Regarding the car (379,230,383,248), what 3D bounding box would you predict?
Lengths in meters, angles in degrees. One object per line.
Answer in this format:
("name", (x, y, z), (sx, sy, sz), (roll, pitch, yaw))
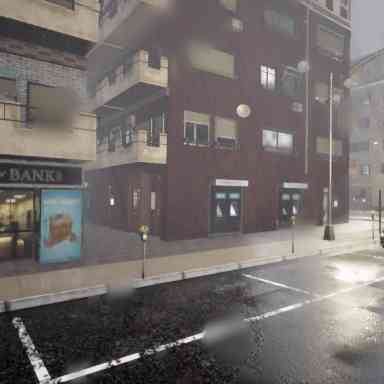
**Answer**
("car", (9.116, 1.554, 13.164), (4.403, 1.369, 2.008), (0, 1, -35))
